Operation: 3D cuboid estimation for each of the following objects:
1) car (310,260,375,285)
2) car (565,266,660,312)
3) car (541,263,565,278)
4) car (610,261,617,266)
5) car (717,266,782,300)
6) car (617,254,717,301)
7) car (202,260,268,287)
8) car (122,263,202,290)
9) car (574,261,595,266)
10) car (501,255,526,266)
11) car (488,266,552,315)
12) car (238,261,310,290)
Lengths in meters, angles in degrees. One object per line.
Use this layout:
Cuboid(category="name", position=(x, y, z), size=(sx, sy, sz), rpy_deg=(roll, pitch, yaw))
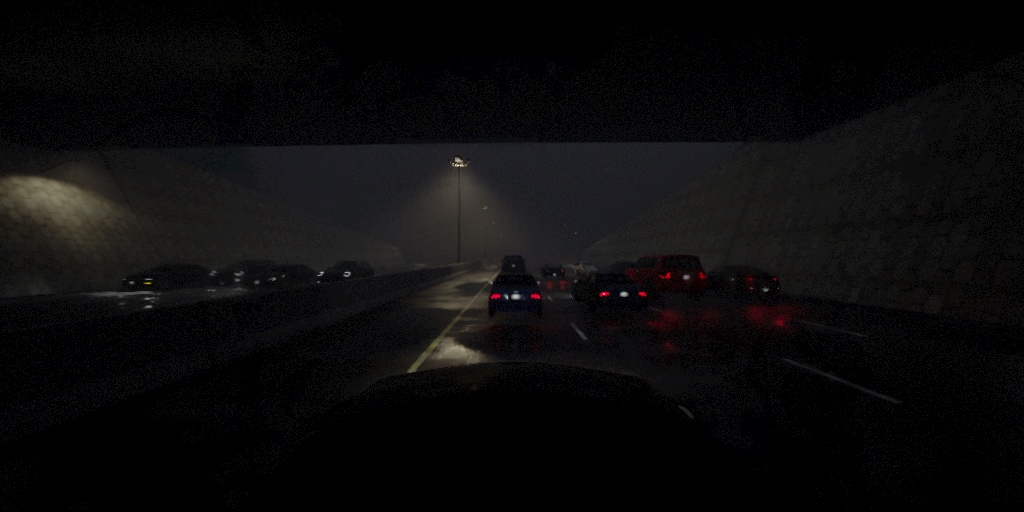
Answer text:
Cuboid(category="car", position=(-10.578, 1.068, 23.170), size=(2.097, 1.767, 4.553), rpy_deg=(0, 0, 0))
Cuboid(category="car", position=(3.610, 1.277, 14.061), size=(2.033, 1.411, 5.357), rpy_deg=(0, 0, 0))
Cuboid(category="car", position=(3.630, 1.301, 32.646), size=(1.895, 1.301, 4.718), rpy_deg=(0, 0, 0))
Cuboid(category="car", position=(10.633, 1.202, 34.227), size=(1.837, 1.490, 4.892), rpy_deg=(0, 0, 0))
Cuboid(category="car", position=(10.614, 1.216, 17.400), size=(2.128, 1.511, 4.902), rpy_deg=(0, 0, 0))
Cuboid(category="car", position=(7.113, 0.946, 17.288), size=(2.150, 2.045, 5.566), rpy_deg=(0, 0, 0))
Cuboid(category="car", position=(-17.575, 1.067, 23.975), size=(2.097, 1.767, 4.553), rpy_deg=(0, 0, 0))
Cuboid(category="car", position=(-21.078, 1.223, 22.300), size=(1.837, 1.490, 4.892), rpy_deg=(0, 0, 0))
Cuboid(category="car", position=(7.120, 1.222, 35.227), size=(1.812, 1.442, 4.674), rpy_deg=(0, 0, 0))
Cuboid(category="car", position=(0.131, 0.921, 33.317), size=(2.150, 2.045, 5.566), rpy_deg=(0, 0, 0))
Cuboid(category="car", position=(0.112, 1.279, 13.381), size=(2.033, 1.411, 5.357), rpy_deg=(0, 0, 0))
Cuboid(category="car", position=(-14.078, 1.222, 22.249), size=(1.837, 1.490, 4.892), rpy_deg=(0, 0, 0))
